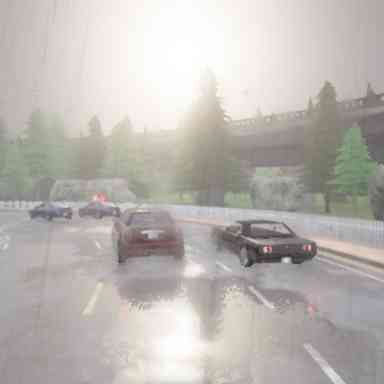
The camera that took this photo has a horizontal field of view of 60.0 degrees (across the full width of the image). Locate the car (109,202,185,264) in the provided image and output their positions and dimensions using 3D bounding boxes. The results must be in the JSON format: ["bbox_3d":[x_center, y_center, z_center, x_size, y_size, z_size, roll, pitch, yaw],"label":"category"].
[{"bbox_3d":[-1.768,1.343,12.132,2.097,1.767,4.553,0,0,-16],"label":"car"}]

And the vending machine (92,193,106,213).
[{"bbox_3d":[-9.733,1.164,34.986,0.880,2.100,1.100,0,0,34],"label":"vending machine"}]

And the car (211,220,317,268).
[{"bbox_3d":[2.111,1.591,11.360,1.895,1.301,4.718,0,0,-13],"label":"car"}]

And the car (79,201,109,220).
[{"bbox_3d":[-7.862,1.500,28.163,4.674,1.442,1.812,0,0,44],"label":"car"}]

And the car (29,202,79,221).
[{"bbox_3d":[-11.267,1.502,26.577,4.674,1.442,1.812,0,0,41],"label":"car"}]
